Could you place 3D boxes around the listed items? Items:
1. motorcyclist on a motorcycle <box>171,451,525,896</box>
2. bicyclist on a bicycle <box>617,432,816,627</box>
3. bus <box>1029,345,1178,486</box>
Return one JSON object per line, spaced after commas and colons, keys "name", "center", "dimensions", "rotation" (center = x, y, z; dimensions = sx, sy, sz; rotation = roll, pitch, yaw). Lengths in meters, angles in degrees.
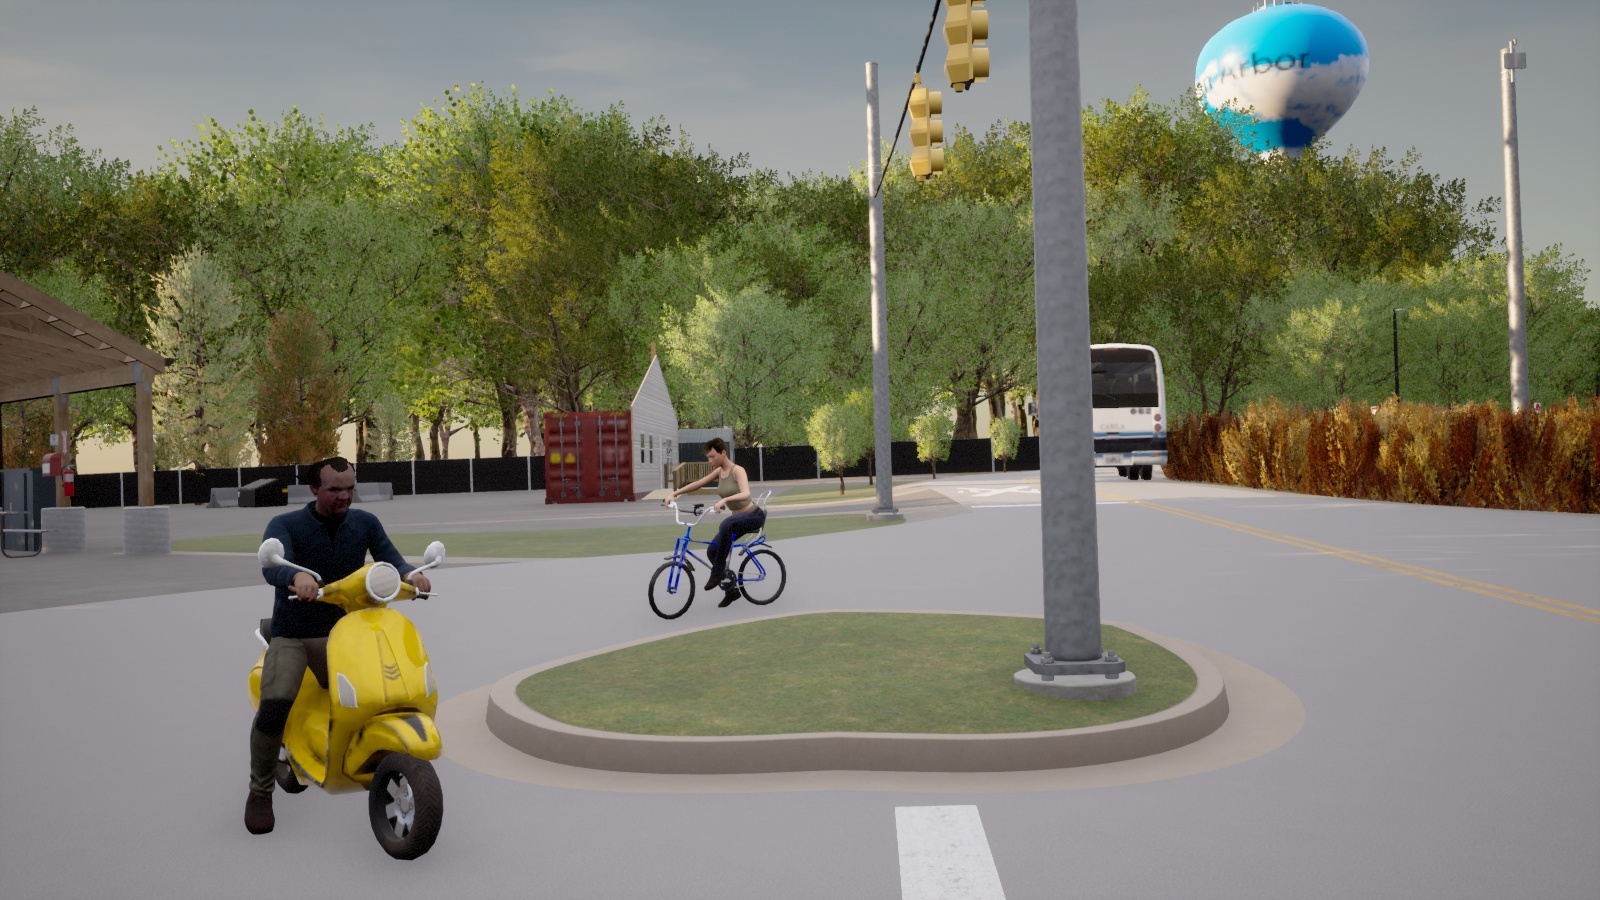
{"name": "motorcyclist on a motorcycle", "center": [-2.031, 0.808, 5.478], "dimensions": [0.866, 1.590, 1.817], "rotation": [0, 0, -40]}
{"name": "bicyclist on a bicycle", "center": [-0.764, 0.689, 11.614], "dimensions": [1.509, 1.612, 0.866], "rotation": [-4, 1, -33]}
{"name": "bus", "center": [10.216, -1.044, 43.619], "dimensions": [3.944, 4.253, 10.273], "rotation": [-1, 0, 8]}
